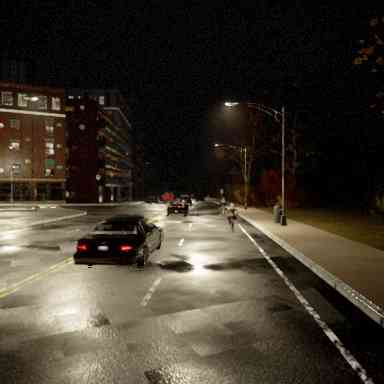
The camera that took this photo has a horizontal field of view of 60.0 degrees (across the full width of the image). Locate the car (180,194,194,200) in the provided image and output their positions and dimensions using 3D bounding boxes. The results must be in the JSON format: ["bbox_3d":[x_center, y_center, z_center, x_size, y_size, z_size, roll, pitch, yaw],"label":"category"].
[{"bbox_3d":[-0.967,1.478,49.905,1.837,1.490,4.892,0,0,0],"label":"car"}]

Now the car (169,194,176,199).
[{"bbox_3d":[-5.571,1.325,95.398,1.994,1.385,4.181,0,0,-3],"label":"car"}]

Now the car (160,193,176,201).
[{"bbox_3d":[-4.412,1.183,63.635,2.150,2.045,5.566,0,0,0],"label":"car"}]

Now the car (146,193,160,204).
[{"bbox_3d":[-7.667,1.443,63.532,1.882,1.535,5.008,0,0,0],"label":"car"}]

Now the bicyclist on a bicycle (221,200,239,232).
[{"bbox_3d":[2.280,1.429,19.045,0.866,1.612,1.509,0,0,3],"label":"bicyclist on a bicycle"}]

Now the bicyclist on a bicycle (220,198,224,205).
[{"bbox_3d":[2.640,1.357,28.262,0.659,1.776,1.843,0,0,2],"label":"bicyclist on a bicycle"}]

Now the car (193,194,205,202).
[{"bbox_3d":[1.833,1.420,76.394,1.882,1.535,5.008,0,0,-2],"label":"car"}]

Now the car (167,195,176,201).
[{"bbox_3d":[-4.785,1.498,79.561,1.994,1.385,4.181,0,0,-2],"label":"car"}]

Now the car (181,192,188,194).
[{"bbox_3d":[-2.139,1.146,92.382,2.150,2.045,5.566,0,0,-3],"label":"car"}]

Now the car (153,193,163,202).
[{"bbox_3d":[-8.029,1.174,79.330,2.150,2.045,5.566,0,0,-2],"label":"car"}]

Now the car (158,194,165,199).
[{"bbox_3d":[-8.815,1.257,95.199,1.882,1.535,5.008,0,0,-3],"label":"car"}]

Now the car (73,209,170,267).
[{"bbox_3d":[-2.217,1.545,11.387,2.033,1.411,5.357,0,0,3],"label":"car"}]

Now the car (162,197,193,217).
[{"bbox_3d":[-1.295,1.477,31.622,2.128,1.511,4.902,0,0,2],"label":"car"}]

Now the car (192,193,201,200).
[{"bbox_3d":[1.164,1.277,91.512,2.097,1.767,4.553,0,0,-3],"label":"car"}]
